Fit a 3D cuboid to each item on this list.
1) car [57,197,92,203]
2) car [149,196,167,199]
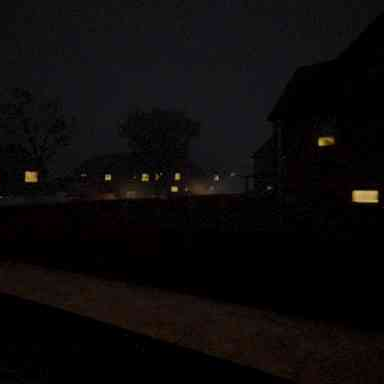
[{"bbox_3d":[-11.823,1.280,32.371,1.882,1.535,5.008,0,2,37],"label":"car"},{"bbox_3d":[-4.714,1.120,41.886,1.895,1.301,4.718,0,2,37],"label":"car"}]
